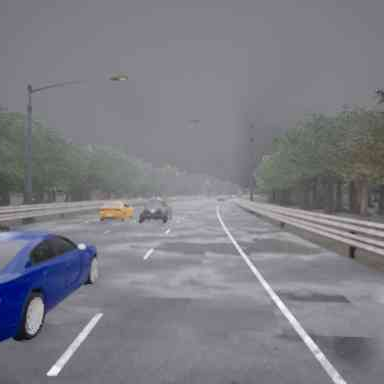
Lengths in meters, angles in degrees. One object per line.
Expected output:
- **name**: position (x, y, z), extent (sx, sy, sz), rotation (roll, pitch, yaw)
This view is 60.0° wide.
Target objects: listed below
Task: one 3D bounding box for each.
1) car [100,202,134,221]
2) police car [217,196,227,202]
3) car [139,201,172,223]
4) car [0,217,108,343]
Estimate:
- **car**: position (-6.230, 1.591, 28.038), extent (1.882, 1.535, 5.008), rotation (0, 0, 2)
- **police car**: position (8.007, 1.911, 92.488), extent (1.930, 1.638, 5.238), rotation (0, 0, 9)
- **car**: position (-2.789, 1.461, 26.477), extent (2.097, 1.767, 4.553), rotation (0, 0, 2)
- **car**: position (-3.337, 1.503, 6.572), extent (1.882, 1.535, 5.008), rotation (0, 0, 1)
